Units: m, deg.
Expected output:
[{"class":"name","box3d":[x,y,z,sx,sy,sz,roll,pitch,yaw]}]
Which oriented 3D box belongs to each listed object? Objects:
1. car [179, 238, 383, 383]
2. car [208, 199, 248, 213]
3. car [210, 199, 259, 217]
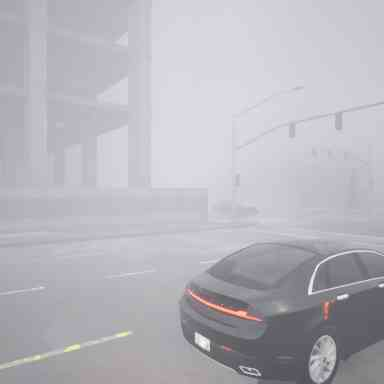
[{"class":"car","box3d":[2.106,1.505,5.292,4.892,1.490,1.837,0,0,-35]},{"class":"car","box3d":[3.991,1.526,37.850,1.812,1.442,4.674,0,0,-36]},{"class":"car","box3d":[4.128,1.601,31.696,1.895,1.301,4.718,0,0,-36]}]
